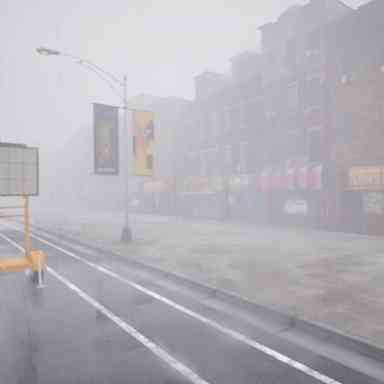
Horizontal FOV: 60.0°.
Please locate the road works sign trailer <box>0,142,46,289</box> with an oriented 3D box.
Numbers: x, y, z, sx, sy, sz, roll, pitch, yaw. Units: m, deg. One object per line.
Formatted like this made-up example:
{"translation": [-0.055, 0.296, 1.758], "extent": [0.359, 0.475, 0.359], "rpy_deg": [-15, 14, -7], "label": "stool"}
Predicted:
{"translation": [-5.249, 0.516, 8.494], "extent": [2.380, 3.560, 2.880], "rpy_deg": [0, 0, -36], "label": "road works sign trailer"}
